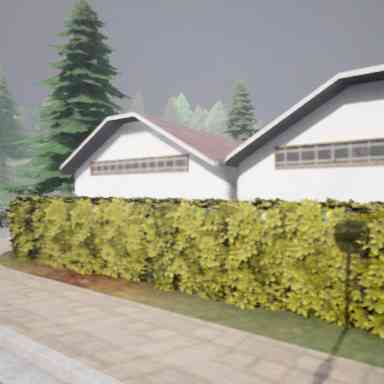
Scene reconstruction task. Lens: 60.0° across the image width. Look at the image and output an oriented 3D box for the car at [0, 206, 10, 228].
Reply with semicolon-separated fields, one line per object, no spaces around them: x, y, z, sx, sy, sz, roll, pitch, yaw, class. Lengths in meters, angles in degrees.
-11.657;1.518;22.733;1.837;1.490;4.892;-1;-1;34;car
